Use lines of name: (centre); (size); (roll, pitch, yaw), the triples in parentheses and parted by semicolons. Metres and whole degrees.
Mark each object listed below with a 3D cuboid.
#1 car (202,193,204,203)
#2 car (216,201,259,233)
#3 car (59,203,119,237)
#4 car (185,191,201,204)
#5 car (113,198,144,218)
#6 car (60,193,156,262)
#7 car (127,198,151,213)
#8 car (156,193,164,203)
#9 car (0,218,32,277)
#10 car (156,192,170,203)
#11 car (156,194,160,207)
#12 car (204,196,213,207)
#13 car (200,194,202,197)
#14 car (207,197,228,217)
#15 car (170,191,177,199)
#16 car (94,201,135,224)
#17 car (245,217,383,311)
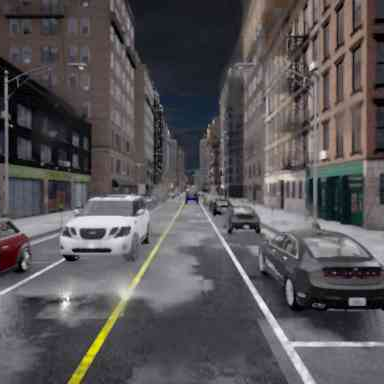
car: (2.626, 1.221, 45.542); (1.752, 1.417, 4.829); (0, 0, 0)
car: (2.632, 1.430, 18.308); (2.008, 1.369, 4.403); (0, 0, 0)
car: (-5.393, 1.406, 18.145); (1.752, 1.417, 4.829); (0, 0, 0)
car: (-0.014, 0.849, 55.088); (2.150, 2.045, 5.566); (0, 0, 0)
car: (-5.396, 1.336, 28.970); (1.752, 1.417, 4.829); (0, 0, 0)
car: (-2.836, 1.140, 12.178); (2.150, 2.045, 5.566); (0, 1, 0)
car: (-5.397, 1.355, 34.554); (1.802, 1.307, 4.206); (0, 0, 0)
car: (-5.399, 1.248, 45.379); (2.008, 1.369, 4.403); (0, 0, 0)
car: (-5.390, 1.391, 7.490); (1.967, 1.590, 4.097); (0, 0, 0)
car: (-5.402, 0.935, 56.202); (2.192, 1.841, 5.009); (0, 0, 0)
car: (-5.398, 1.287, 39.966); (2.008, 1.369, 4.403); (0, 0, 0)
car: (2.628, 1.339, 34.546); (1.947, 1.339, 4.313); (0, 0, 0)
car: (2.624, 1.240, 50.784); (1.802, 1.307, 4.206); (0, 0, 0)
car: (2.629, 1.374, 29.133); (1.947, 1.339, 4.313); (0, 0, 0)
car: (-5.409, 0.980, 82.666); (2.008, 1.369, 4.403); (0, 0, 0)
car: (-5.394, 1.410, 23.728); (1.947, 1.339, 4.313); (0, 0, 0)
car: (2.635, 1.501, 7.483); (2.008, 1.369, 4.403); (0, 0, 0)
